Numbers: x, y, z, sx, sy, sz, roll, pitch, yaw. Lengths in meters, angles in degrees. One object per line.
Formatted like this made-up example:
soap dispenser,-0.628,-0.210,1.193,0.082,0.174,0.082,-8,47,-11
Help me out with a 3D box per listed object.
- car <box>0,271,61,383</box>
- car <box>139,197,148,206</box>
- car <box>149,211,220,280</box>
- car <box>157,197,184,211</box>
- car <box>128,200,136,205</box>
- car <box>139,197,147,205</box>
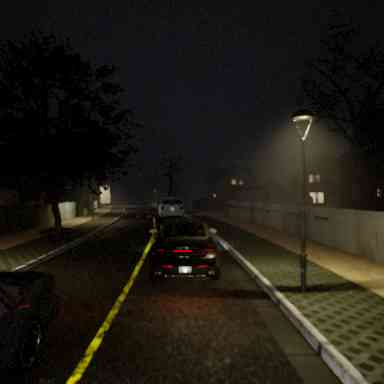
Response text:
car,-2.911,1.563,2.898,2.033,1.411,5.357,0,0,-1
car,-11.192,2.461,77.538,2.033,1.411,5.357,0,-1,-10
car,-0.260,1.570,10.206,1.837,1.490,4.892,0,0,-2
car,-1.970,1.514,30.160,2.150,2.045,5.566,0,-1,-7
car,-14.997,2.620,83.244,1.994,1.385,4.181,0,-1,-10
car,-13.670,2.434,92.630,2.150,2.045,5.566,0,-1,-8
